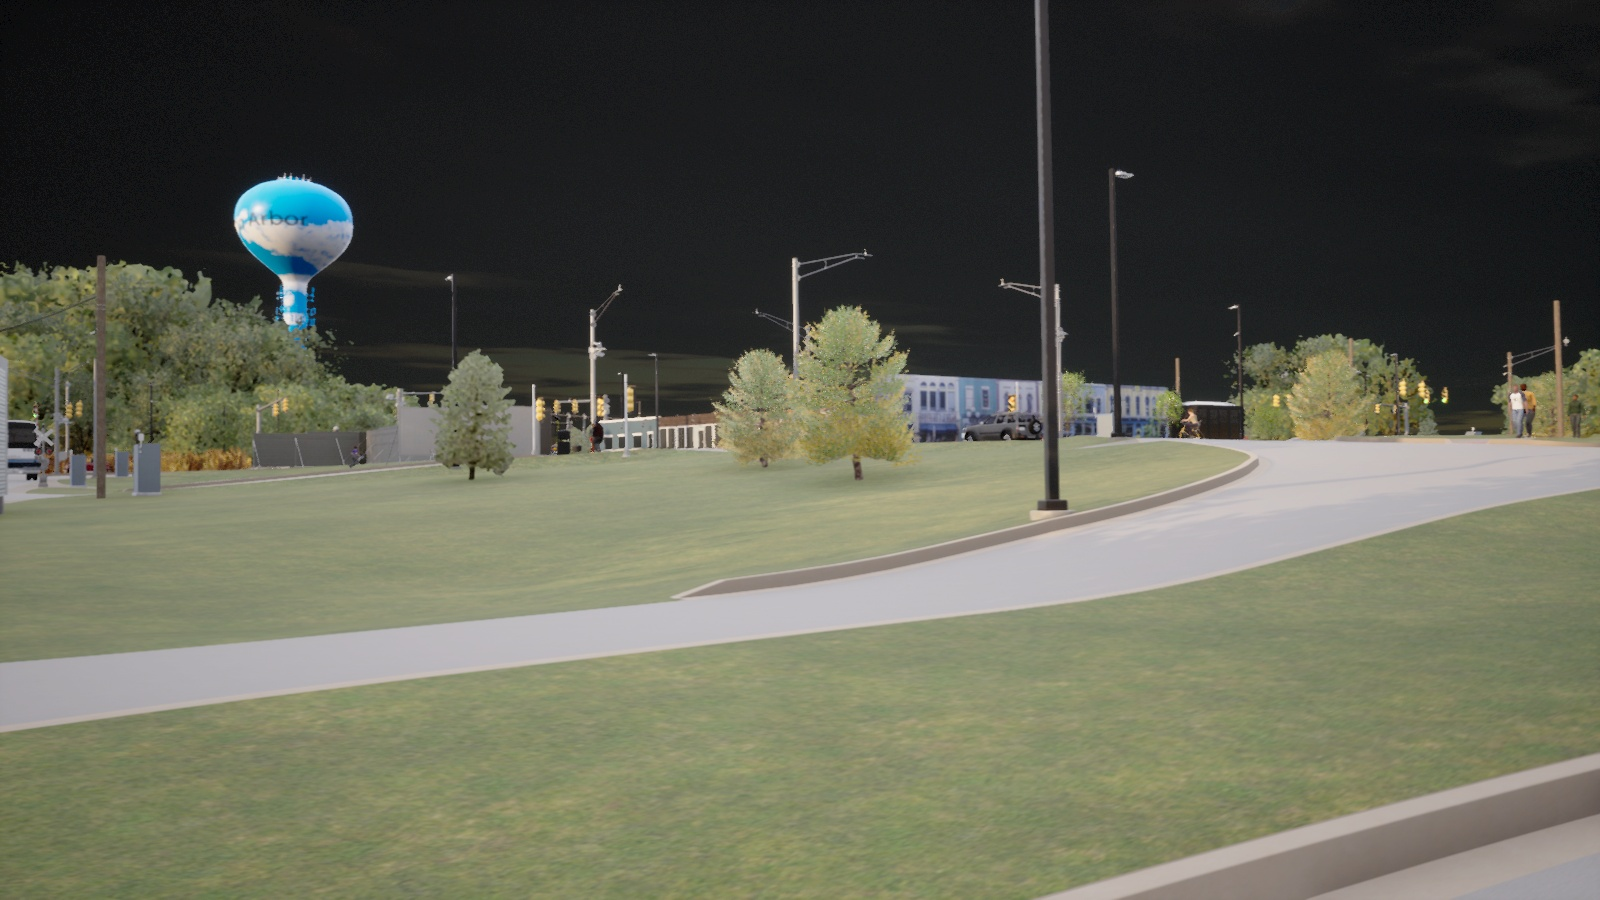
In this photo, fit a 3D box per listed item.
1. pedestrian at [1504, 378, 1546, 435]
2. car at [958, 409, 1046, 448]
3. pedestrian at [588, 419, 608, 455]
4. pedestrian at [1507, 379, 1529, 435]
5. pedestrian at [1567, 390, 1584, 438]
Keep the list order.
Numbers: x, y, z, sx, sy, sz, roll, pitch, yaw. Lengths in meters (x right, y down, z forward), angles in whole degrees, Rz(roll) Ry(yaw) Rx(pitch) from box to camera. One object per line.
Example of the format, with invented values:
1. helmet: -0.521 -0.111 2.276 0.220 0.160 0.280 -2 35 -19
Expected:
1. pedestrian: 24.470 -1.449 42.384 0.900 1.855 0.874 0 -2 -36
2. car: 10.603 -1.085 66.226 1.932 1.855 4.605 0 -1 -34
3. pedestrian: -10.836 -0.690 67.318 0.899 1.844 0.634 -3 -2 42
4. pedestrian: 23.982 -1.431 41.950 0.706 1.836 0.354 0 -2 -40
5. pedestrian: 30.388 -1.418 49.175 0.614 1.847 0.353 0 -2 -43
